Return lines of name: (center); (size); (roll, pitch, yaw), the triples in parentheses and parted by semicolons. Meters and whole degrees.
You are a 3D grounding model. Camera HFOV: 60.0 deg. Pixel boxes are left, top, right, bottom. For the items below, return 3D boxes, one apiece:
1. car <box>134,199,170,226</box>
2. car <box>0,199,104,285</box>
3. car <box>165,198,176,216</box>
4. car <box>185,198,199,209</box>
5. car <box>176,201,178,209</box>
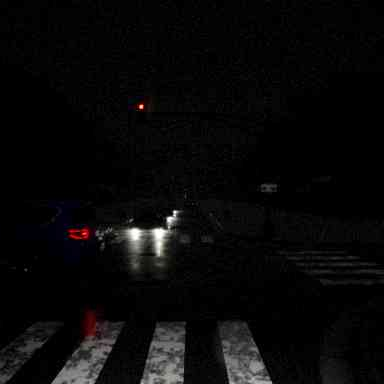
car: (-2.893, 1.492, 23.939); (1.882, 1.535, 5.008); (0, 0, 0)
car: (-5.252, 1.226, 9.056); (5.566, 2.045, 2.150); (0, 0, 0)
car: (-2.905, 1.498, 33.408); (1.882, 1.535, 5.008); (0, 0, 0)
car: (0.030, 1.577, 45.123); (2.033, 1.411, 5.357); (0, 0, 0)
car: (-2.906, 1.533, 43.491); (1.837, 1.490, 4.892); (0, 0, 0)
